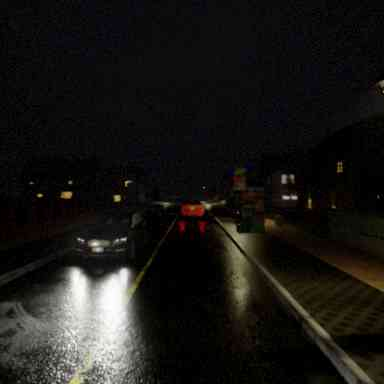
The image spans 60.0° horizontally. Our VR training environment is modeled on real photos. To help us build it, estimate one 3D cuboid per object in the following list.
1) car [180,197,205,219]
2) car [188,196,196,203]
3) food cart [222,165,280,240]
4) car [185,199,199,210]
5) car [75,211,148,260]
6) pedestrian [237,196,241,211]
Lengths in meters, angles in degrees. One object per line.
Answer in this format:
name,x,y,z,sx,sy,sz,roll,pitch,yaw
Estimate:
car,0.025,1.398,29.456,2.097,1.767,4.553,0,0,0
car,-0.014,1.809,80.875,2.033,1.411,5.357,0,0,0
food cart,3.031,0.483,18.215,2.280,3.560,4.660,1,1,0
car,0.054,1.708,46.749,1.895,1.301,4.718,0,0,0
car,-2.841,1.501,12.601,2.128,1.511,4.902,0,0,1
pedestrian,3.007,1.166,21.058,0.375,1.860,0.375,-1,1,0
